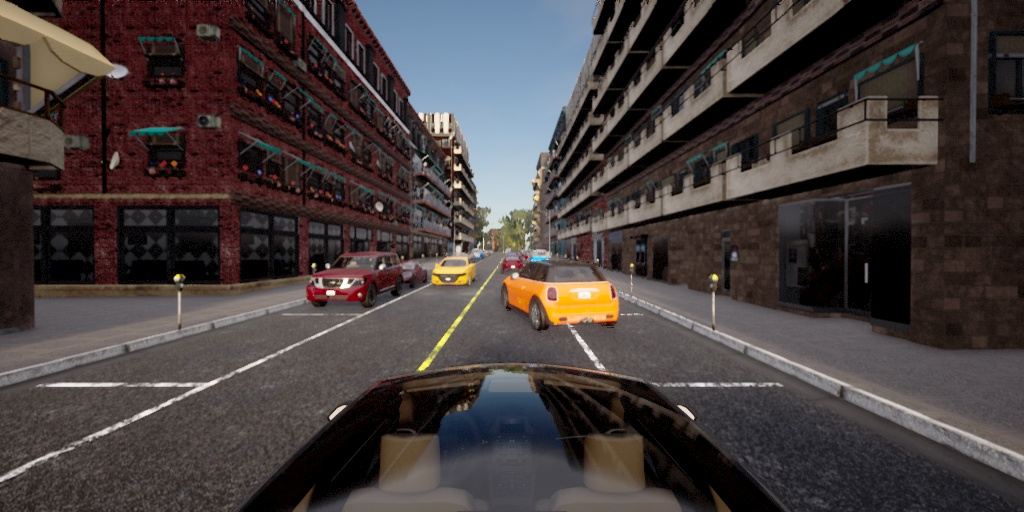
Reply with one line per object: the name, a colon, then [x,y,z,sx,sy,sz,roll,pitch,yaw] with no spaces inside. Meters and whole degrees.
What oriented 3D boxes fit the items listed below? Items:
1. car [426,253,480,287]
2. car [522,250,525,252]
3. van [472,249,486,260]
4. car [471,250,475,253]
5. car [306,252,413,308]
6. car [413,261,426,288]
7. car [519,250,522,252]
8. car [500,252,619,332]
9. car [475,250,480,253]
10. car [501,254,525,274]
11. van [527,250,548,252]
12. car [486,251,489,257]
car: [-3.098,0.789,19.891,1.882,1.535,5.008,0,1,0]
car: [2.672,0.066,52.711,1.888,1.381,4.507,0,0,0]
van: [-5.689,-0.273,58.320,1.690,1.789,3.998,0,0,0]
car: [-5.688,0.313,41.441,1.751,1.417,4.829,0,0,0]
car: [-5.689,0.774,13.764,2.192,1.841,5.009,0,0,0]
car: [-5.689,0.907,19.334,1.802,1.307,4.207,0,0,0]
car: [0.098,0.157,48.104,1.812,1.442,4.674,0,1,0]
car: [1.135,0.891,10.437,2.097,1.767,4.553,0,1,-15]
car: [-5.688,0.220,47.181,1.948,1.339,4.313,0,0,0]
car: [0.091,0.606,29.480,1.812,1.442,4.674,0,1,0]
van: [2.695,0.264,36.002,1.690,1.789,3.998,0,0,0]
car: [-5.688,-0.198,63.888,2.007,1.370,4.403,0,0,0]
